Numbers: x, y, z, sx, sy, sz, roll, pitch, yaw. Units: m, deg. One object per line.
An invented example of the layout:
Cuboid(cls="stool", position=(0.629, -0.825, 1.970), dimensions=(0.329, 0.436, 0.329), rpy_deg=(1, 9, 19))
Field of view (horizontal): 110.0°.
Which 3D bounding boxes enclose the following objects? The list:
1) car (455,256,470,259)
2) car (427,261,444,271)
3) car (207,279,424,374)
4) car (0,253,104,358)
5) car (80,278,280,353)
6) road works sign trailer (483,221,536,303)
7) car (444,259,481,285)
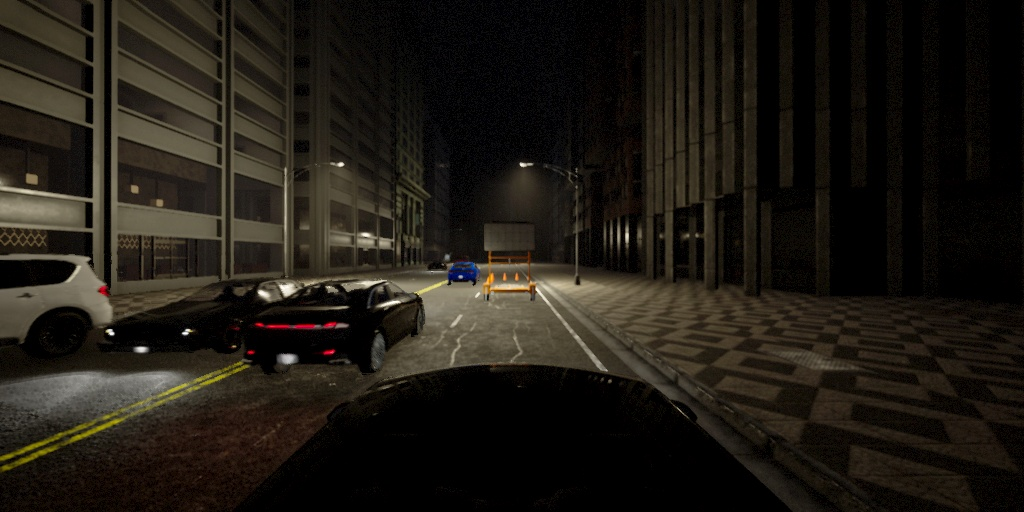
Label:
Cuboid(cls="car", position=(-6.957, 0.969, 49.644), dimensions=(2.150, 2.045, 5.566), rpy_deg=(0, 0, 0))
Cuboid(cls="car", position=(-10.197, 1.311, 49.080), dimensions=(1.994, 1.385, 4.181), rpy_deg=(0, 0, 0))
Cuboid(cls="car", position=(-3.190, 1.231, 7.486), dimensions=(2.128, 1.511, 4.902), rpy_deg=(0, 0, 0))
Cuboid(cls="car", position=(-9.874, 0.963, 5.507), dimensions=(2.150, 2.045, 5.566), rpy_deg=(0, 0, 0))
Cuboid(cls="car", position=(-6.654, 1.284, 9.069), dimensions=(2.033, 1.411, 5.357), rpy_deg=(0, 0, -1))
Cuboid(cls="road works sign trailer", position=(-0.110, 0.193, 16.571), dimensions=(2.380, 3.560, 2.880), rpy_deg=(0, 0, 0))
Cuboid(cls="car", position=(-3.341, 1.205, 25.634), dimensions=(1.882, 1.535, 5.008), rpy_deg=(0, 0, -1))
